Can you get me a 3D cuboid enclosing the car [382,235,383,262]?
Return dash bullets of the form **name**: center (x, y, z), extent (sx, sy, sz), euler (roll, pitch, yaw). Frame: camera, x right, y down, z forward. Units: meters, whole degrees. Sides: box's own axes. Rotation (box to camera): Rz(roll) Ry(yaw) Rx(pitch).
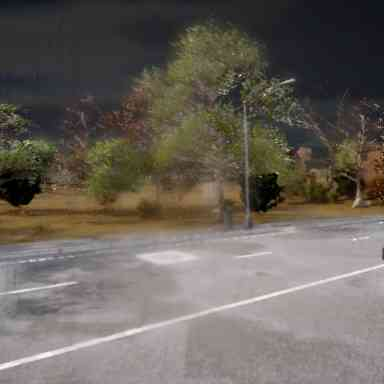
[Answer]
- **car**: center (7.394, 1.233, 9.068), extent (5.566, 2.045, 2.150), euler (0, 0, -35)
